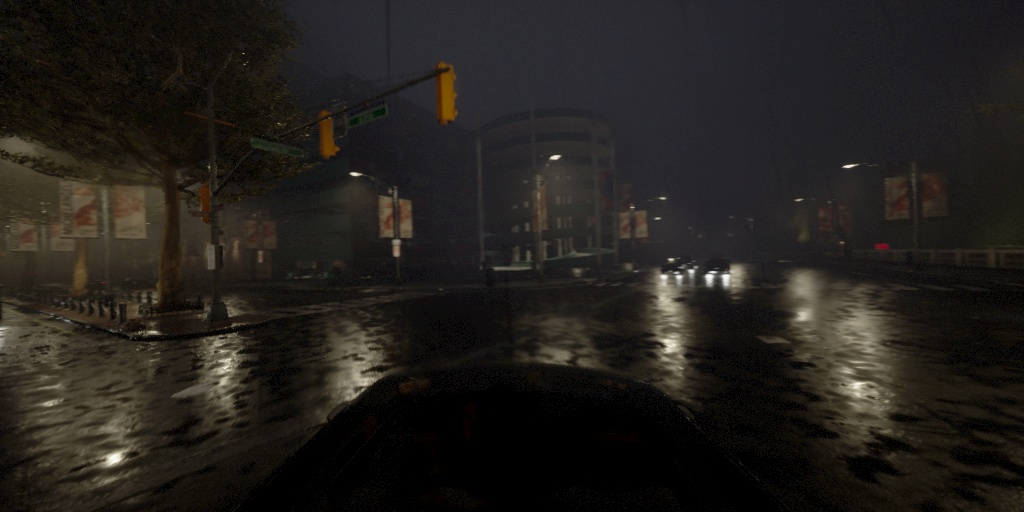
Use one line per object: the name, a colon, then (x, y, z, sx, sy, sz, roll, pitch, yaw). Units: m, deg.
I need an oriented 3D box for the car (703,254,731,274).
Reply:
car: (18.278, 0.822, 31.955, 1.994, 1.385, 4.181, -2, 0, 31)

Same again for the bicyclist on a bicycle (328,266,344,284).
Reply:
bicyclist on a bicycle: (-16.543, 1.761, 33.644, 0.582, 1.620, 1.656, -2, 0, 31)

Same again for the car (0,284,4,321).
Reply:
car: (-24.012, 1.857, 15.402, 5.566, 2.045, 2.150, -2, 0, 31)

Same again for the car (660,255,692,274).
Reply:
car: (15.248, 0.917, 33.690, 2.033, 1.411, 5.357, -2, 0, 31)

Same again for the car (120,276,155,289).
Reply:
car: (-41.566, 2.948, 39.675, 4.718, 1.301, 1.895, -2, 0, 31)

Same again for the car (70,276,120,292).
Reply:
car: (-40.725, 2.790, 34.984, 4.902, 1.511, 2.128, -2, 0, 32)

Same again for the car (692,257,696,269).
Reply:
car: (20.205, 0.741, 41.833, 1.837, 1.490, 4.892, -2, 0, 31)
